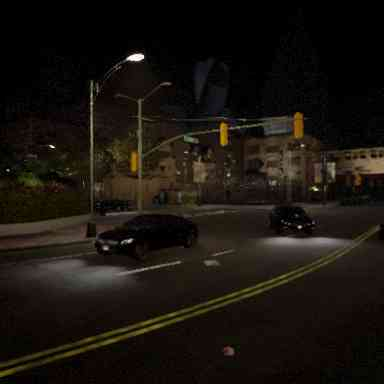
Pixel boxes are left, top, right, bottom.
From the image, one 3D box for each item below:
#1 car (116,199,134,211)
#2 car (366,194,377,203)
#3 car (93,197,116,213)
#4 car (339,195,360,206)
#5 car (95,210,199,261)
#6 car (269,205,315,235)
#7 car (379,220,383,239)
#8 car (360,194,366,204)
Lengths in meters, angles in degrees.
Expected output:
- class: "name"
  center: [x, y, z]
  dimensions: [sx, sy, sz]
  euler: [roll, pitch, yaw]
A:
- class: "car"
  center: [-9.309, 1.592, 40.761]
  dimensions: [4.892, 1.490, 1.837]
  euler: [0, 0, 35]
- class: "car"
  center: [35.193, 1.485, 67.817]
  dimensions: [4.892, 1.521, 2.231]
  euler: [0, 0, -45]
- class: "car"
  center: [-11.380, 1.594, 37.938]
  dimensions: [4.892, 1.490, 1.837]
  euler: [0, 0, 35]
- class: "car"
  center: [25.243, 1.491, 53.786]
  dimensions: [2.097, 1.535, 5.008]
  euler: [0, 0, 35]
- class: "car"
  center: [-1.482, 1.549, 12.715]
  dimensions: [1.812, 1.442, 4.674]
  euler: [0, 0, 35]
- class: "car"
  center: [5.616, 1.519, 19.113]
  dimensions: [1.837, 1.490, 4.892]
  euler: [1, 0, 5]
- class: "car"
  center: [10.593, 1.560, 16.424]
  dimensions: [1.994, 1.385, 4.181]
  euler: [0, 0, 37]
- class: "car"
  center: [28.877, 1.363, 59.086]
  dimensions: [2.185, 1.767, 4.553]
  euler: [0, 0, 35]
